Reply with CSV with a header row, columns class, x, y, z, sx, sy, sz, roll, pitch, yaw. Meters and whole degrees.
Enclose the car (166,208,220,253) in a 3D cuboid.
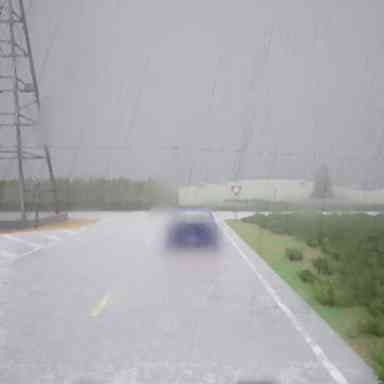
class,x,y,z,sx,sy,sz,roll,pitch,yaw
car,0.046,1.371,13.237,1.882,1.535,5.008,0,1,0
